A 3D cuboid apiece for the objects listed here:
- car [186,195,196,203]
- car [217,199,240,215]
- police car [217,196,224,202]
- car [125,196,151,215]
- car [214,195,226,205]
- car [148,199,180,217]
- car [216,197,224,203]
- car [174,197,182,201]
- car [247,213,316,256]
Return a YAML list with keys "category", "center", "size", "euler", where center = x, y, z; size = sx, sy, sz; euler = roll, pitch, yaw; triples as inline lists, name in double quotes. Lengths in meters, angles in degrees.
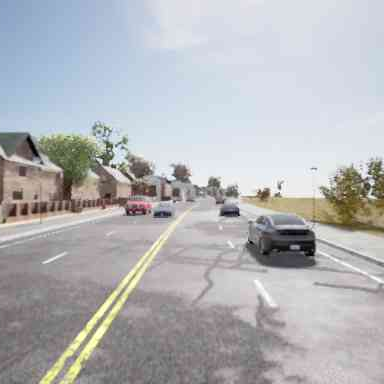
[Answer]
- category: "car"
  center: [-0.231, 1.543, 74.322]
  size: [2.097, 1.767, 4.553]
  euler: [0, 0, 4]
- category: "car"
  center: [4.086, 1.795, 36.423]
  size: [1.994, 1.385, 4.181]
  euler: [0, 0, 2]
- category: "police car"
  center: [8.139, 2.014, 94.175]
  size: [1.930, 1.638, 5.238]
  euler: [0, 0, 6]
- category: "car"
  center: [-5.826, 1.450, 36.841]
  size: [2.150, 2.045, 5.566]
  euler: [0, -1, 3]
- category: "car"
  center: [6.123, 1.884, 72.270]
  size: [2.033, 1.649, 4.856]
  euler: [0, 0, 5]
- category: "car"
  center: [-2.716, 1.755, 33.732]
  size: [2.033, 1.411, 5.357]
  euler: [0, 0, 2]
- category: "car"
  center: [7.059, 2.084, 83.173]
  size: [1.994, 1.385, 4.181]
  euler: [0, 0, 5]
- category: "car"
  center: [-3.238, 1.790, 77.405]
  size: [1.812, 1.442, 4.674]
  euler: [0, 0, 5]
- category: "car"
  center: [3.452, 1.596, 13.442]
  size: [1.837, 1.490, 4.892]
  euler: [0, 0, 1]
